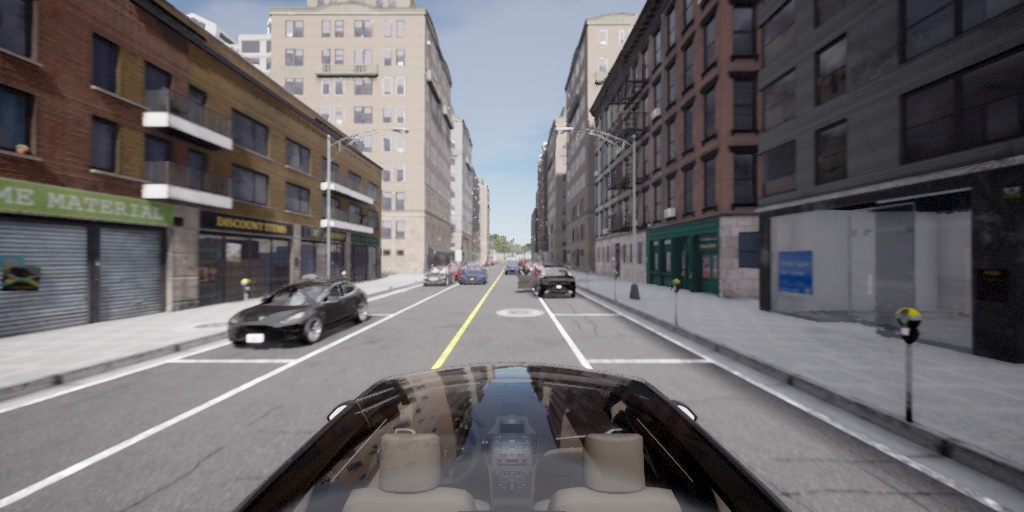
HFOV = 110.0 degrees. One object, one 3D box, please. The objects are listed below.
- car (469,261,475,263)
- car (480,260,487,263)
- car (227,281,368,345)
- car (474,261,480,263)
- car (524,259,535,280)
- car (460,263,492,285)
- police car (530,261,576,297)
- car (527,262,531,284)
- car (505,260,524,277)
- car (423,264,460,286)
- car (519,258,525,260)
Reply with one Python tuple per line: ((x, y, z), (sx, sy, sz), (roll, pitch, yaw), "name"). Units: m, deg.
((-5.381, 1.519, 38.105), (1.948, 1.339, 4.313), (0, 0, 0), "car")
((-5.378, 1.486, 55.151), (1.967, 1.591, 4.097), (0, 0, 0), "car")
((-5.386, 1.360, 9.693), (1.948, 1.339, 4.313), (0, 0, 0), "car")
((-5.380, 1.424, 43.787), (1.967, 1.591, 4.097), (0, 0, 0), "car")
((2.644, 1.393, 38.104), (1.967, 1.591, 4.097), (0, 0, 0), "car")
((-2.841, 1.458, 27.456), (1.994, 1.385, 4.181), (0, 0, 0), "car")
((2.245, 1.276, 19.676), (1.930, 1.638, 5.238), (0, 0, 0), "police car")
((2.643, 1.467, 32.421), (1.888, 1.381, 4.507), (0, 0, 0), "car")
((0.070, 1.539, 45.057), (2.033, 1.411, 5.357), (0, 0, 0), "car")
((-5.383, 1.440, 26.740), (2.007, 1.370, 4.403), (0, 0, 0), "car")
((2.647, 1.361, 55.150), (2.192, 1.841, 5.009), (0, 0, 0), "car")
